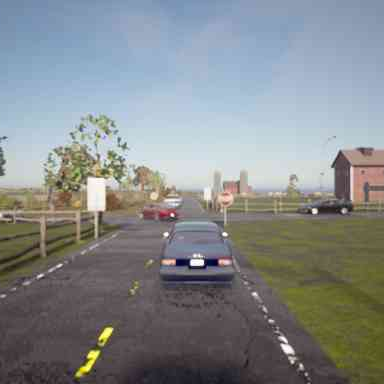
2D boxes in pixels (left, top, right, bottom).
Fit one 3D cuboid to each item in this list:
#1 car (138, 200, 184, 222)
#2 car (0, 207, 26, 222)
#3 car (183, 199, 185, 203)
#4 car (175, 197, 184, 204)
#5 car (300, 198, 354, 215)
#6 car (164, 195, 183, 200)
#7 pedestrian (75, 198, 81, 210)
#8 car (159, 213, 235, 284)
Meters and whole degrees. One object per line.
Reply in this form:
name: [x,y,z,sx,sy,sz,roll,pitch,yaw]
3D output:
car: [-2.889,1.658,28.118,1.812,1.442,4.674,0,-1,-35]
car: [-17.413,1.939,29.519,4.718,1.301,1.895,-1,0,1]
car: [-2.743,1.560,58.519,2.097,1.767,4.553,0,0,0]
car: [-2.654,1.774,73.193,1.812,1.442,4.674,0,0,0]
car: [13.006,1.401,32.178,4.892,1.490,1.837,-1,0,1]
car: [-2.765,1.389,47.555,2.150,2.045,5.566,0,0,0]
pedestrian: [-12.111,1.539,35.431,0.375,1.860,0.375,0,1,1]
car: [0.113,1.581,9.705,2.033,1.411,5.357,0,0,0]
